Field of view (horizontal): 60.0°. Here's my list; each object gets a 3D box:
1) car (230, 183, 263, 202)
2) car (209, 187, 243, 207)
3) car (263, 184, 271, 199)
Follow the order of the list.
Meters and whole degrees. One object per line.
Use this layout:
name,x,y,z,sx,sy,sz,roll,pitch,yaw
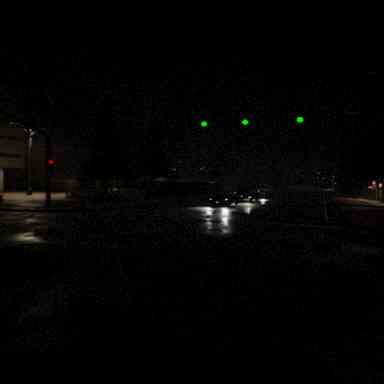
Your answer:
car,6.674,0.076,40.305,2.150,2.045,5.566,2,2,22
car,3.089,0.585,31.241,1.812,1.442,4.674,2,2,22
car,10.466,-0.138,49.777,2.150,2.045,5.566,2,2,22
